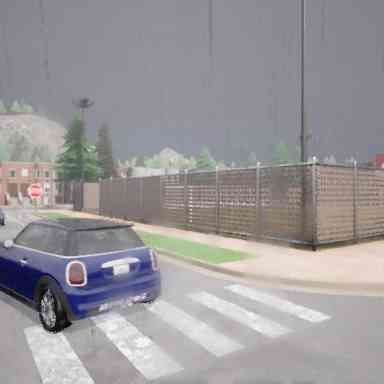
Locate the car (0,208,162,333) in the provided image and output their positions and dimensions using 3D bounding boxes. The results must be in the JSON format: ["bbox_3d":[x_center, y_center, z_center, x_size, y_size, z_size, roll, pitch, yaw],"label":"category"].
[{"bbox_3d":[-2.733,1.334,7.098,4.553,1.767,2.097,0,0,43],"label":"car"}]
